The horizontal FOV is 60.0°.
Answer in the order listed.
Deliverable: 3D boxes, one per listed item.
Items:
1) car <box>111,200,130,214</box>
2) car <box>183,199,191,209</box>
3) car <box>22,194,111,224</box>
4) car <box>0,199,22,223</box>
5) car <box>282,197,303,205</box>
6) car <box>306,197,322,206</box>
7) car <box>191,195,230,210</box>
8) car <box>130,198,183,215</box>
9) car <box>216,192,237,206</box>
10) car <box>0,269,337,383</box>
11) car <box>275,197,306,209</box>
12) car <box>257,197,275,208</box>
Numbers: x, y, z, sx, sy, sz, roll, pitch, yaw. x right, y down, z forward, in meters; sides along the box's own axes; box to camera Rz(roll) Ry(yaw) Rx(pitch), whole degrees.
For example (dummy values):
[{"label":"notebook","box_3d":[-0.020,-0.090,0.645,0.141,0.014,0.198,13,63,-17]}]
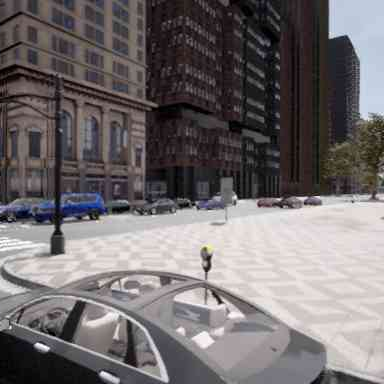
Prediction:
[{"label":"car","box_3d":[-7.422,1.494,32.356,1.895,1.301,4.718,0,0,36]},{"label":"car","box_3d":[-1.637,1.467,40.448,1.895,1.301,4.718,0,0,36]},{"label":"car","box_3d":[-9.038,1.150,24.515,2.150,2.045,5.566,0,0,34]},{"label":"car","box_3d":[-12.642,1.269,25.042,2.097,1.767,4.553,0,0,35]},{"label":"car","box_3d":[16.466,1.439,54.456,1.895,1.301,4.718,0,0,36]},{"label":"car","box_3d":[19.094,1.418,52.543,1.994,1.385,4.181,0,0,36]},{"label":"car","box_3d":[2.331,1.402,40.409,1.812,1.442,4.674,0,0,36]},{"label":"car","box_3d":[-3.382,1.408,32.417,1.837,1.490,4.892,0,0,36]},{"label":"car","box_3d":[4.628,1.059,49.138,2.150,2.045,5.566,0,0,36]},{"label":"car","box_3d":[-0.842,1.548,3.560,4.403,1.369,2.008,0,0,35]},{"label":"car","box_3d":[13.091,1.389,44.056,1.837,1.490,4.892,0,0,36]},{"label":"car","box_3d":[10.683,1.431,46.283,1.994,1.385,4.181,0,0,37]}]
